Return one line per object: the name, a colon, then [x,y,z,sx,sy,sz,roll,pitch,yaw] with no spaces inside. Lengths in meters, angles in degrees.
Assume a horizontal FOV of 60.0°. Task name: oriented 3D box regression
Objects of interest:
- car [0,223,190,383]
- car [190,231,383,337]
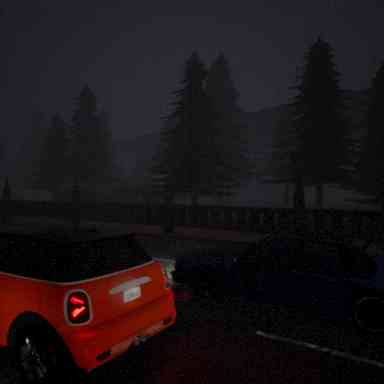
car: [-2.558,1.310,5.393,4.553,1.767,2.097,0,0,32]
car: [2.170,1.516,6.587,5.357,1.411,2.033,0,0,34]
